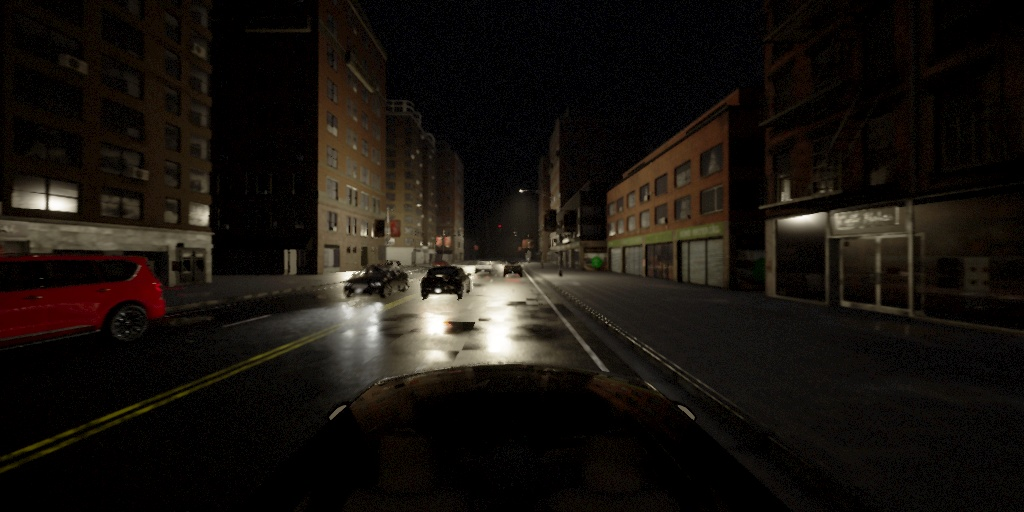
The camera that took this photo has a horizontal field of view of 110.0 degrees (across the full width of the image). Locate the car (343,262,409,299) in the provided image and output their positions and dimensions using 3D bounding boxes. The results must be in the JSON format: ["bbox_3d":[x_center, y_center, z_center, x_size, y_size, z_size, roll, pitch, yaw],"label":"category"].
[{"bbox_3d":[-6.610,1.230,17.914,2.128,1.511,4.902,0,0,0],"label":"car"}]

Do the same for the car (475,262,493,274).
[{"bbox_3d":[-3.177,1.322,41.433,1.895,1.301,4.718,0,0,0],"label":"car"}]

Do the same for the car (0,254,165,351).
[{"bbox_3d":[-9.852,0.971,6.697,2.150,2.045,5.566,0,0,0],"label":"car"}]

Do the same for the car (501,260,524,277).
[{"bbox_3d":[0.076,1.231,34.312,1.837,1.490,4.892,0,0,0],"label":"car"}]

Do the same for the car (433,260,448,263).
[{"bbox_3d":[-9.782,1.247,49.343,1.812,1.442,4.674,0,0,0],"label":"car"}]

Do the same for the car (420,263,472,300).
[{"bbox_3d":[-3.160,1.243,17.735,1.837,1.490,4.892,0,0,0],"label":"car"}]
